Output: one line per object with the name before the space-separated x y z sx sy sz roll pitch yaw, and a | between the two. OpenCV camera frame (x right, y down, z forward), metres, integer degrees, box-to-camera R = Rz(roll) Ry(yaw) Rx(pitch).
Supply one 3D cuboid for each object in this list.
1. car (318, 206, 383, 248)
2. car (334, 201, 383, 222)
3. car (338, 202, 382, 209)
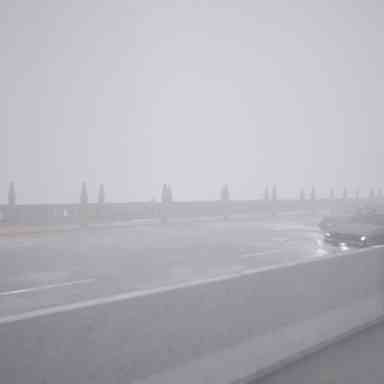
car | 7.722 1.534 13.789 5.357 1.411 2.033 0 0 -35
car | 13.919 1.522 26.798 5.357 1.411 2.033 0 0 -35
car | 9.265 1.508 19.184 4.674 1.442 1.812 0 0 -35
